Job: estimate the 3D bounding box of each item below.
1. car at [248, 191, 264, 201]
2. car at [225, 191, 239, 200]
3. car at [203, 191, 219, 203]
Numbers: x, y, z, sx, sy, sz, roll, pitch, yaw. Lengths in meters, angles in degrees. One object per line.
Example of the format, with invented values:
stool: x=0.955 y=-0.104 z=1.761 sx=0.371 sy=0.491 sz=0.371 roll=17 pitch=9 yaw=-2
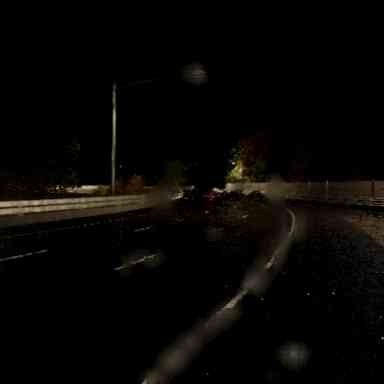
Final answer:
car: x=10.019 y=0.629 z=52.327 sx=2.128 sy=1.511 sz=4.902 roll=1 pitch=1 yaw=1
car: x=6.562 y=0.544 z=54.177 sx=1.837 sy=1.490 sz=4.892 roll=1 pitch=1 yaw=1
car: x=2.505 y=0.667 z=44.402 sx=1.837 sy=1.490 sz=4.892 roll=1 pitch=1 yaw=3
